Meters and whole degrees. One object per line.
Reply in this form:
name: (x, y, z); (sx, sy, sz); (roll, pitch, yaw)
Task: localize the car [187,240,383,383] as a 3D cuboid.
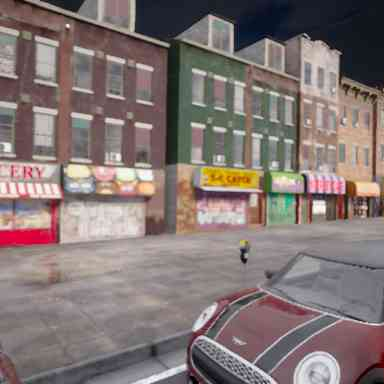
car: (1.919, 1.441, 4.151); (4.097, 1.590, 1.967); (0, 1, -35)

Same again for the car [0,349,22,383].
car: (-2.593, 1.439, 0.942); (4.097, 1.590, 1.967); (0, 1, -35)
